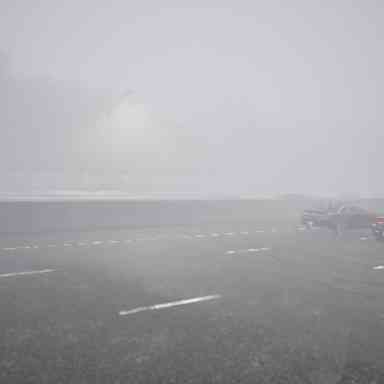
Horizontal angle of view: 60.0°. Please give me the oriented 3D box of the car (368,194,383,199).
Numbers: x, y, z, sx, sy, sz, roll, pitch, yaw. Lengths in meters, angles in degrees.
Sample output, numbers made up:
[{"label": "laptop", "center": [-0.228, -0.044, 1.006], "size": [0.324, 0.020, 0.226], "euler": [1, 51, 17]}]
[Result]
[{"label": "car", "center": [22.382, 1.091, 36.944], "size": [4.902, 1.511, 2.128], "euler": [0, 1, -29]}]

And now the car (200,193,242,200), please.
[{"label": "car", "center": [3.574, 0.912, 34.519], "size": [4.718, 1.301, 1.895], "euler": [0, 1, -29]}]

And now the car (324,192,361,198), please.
[{"label": "car", "center": [20.092, 0.766, 43.651], "size": [4.553, 1.767, 2.097], "euler": [0, 1, -29]}]

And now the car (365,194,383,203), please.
[{"label": "car", "center": [29.895, 0.981, 53.076], "size": [4.181, 1.385, 1.994], "euler": [0, 1, -29]}]

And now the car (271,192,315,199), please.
[{"label": "car", "center": [8.058, 0.862, 28.997], "size": [4.553, 1.767, 2.097], "euler": [0, 1, -29]}]

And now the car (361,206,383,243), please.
[{"label": "car", "center": [9.447, 1.373, 13.672], "size": [4.892, 1.490, 1.837], "euler": [0, 1, -29]}]

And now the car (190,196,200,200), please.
[{"label": "car", "center": [2.348, 0.765, 37.830], "size": [5.357, 1.411, 2.033], "euler": [0, 1, -29]}]

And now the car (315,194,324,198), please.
[{"label": "car", "center": [16.022, 0.903, 45.414], "size": [4.718, 1.301, 1.895], "euler": [0, 1, -29]}]

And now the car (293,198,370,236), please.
[{"label": "car", "center": [7.639, 1.261, 16.668], "size": [4.902, 1.511, 2.128], "euler": [0, 1, -29]}]
